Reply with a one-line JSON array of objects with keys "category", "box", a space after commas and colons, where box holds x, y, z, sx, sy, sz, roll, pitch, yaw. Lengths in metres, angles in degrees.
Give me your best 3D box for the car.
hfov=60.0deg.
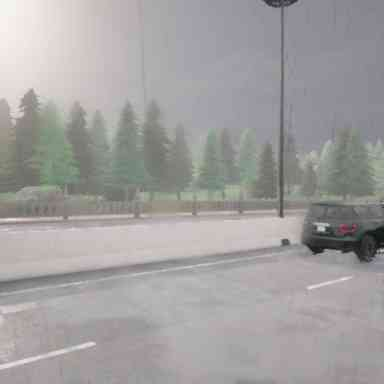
[{"category": "car", "box": [6.581, 1.362, 12.850, 5.566, 2.045, 2.150, 0, 0, -35]}]
